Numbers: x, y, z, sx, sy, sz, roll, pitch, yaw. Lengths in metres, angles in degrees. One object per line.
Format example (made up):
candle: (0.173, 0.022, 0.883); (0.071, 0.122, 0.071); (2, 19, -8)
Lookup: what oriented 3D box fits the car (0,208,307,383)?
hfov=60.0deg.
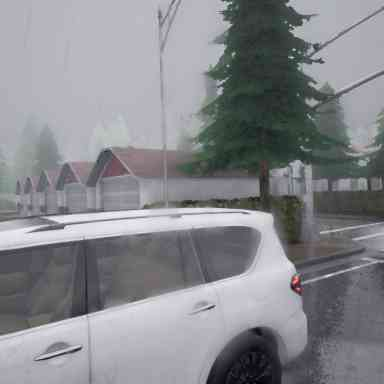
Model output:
car: (-1.340, 1.241, 3.036); (5.566, 2.045, 2.150); (-1, 0, -34)
